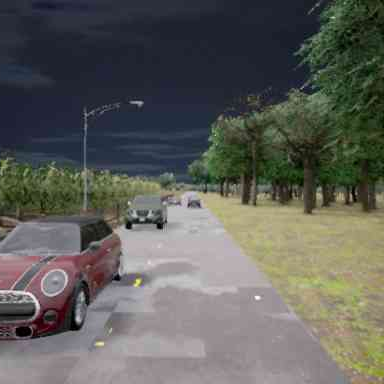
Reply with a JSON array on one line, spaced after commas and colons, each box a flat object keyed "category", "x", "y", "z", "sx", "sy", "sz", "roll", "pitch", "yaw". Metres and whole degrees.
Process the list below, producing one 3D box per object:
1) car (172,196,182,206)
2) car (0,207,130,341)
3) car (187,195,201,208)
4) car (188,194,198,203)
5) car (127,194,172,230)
[{"category": "car", "x": -2.554, "y": 1.342, "z": 51.908, "sx": 2.128, "sy": 1.511, "sz": 4.902, "roll": 0, "pitch": 0, "yaw": 0}, {"category": "car", "x": -2.827, "y": 1.337, "z": 6.823, "sx": 2.097, "sy": 1.767, "sz": 4.553, "roll": 0, "pitch": 0, "yaw": 0}, {"category": "car", "x": 0.280, "y": 1.398, "z": 46.761, "sx": 1.812, "sy": 1.442, "sz": 4.674, "roll": 0, "pitch": 0, "yaw": 0}, {"category": "car", "x": 0.244, "y": 1.272, "z": 63.966, "sx": 1.882, "sy": 1.535, "sz": 5.008, "roll": 0, "pitch": 0, "yaw": 0}, {"category": "car", "x": -2.754, "y": 1.179, "z": 21.253, "sx": 2.150, "sy": 2.045, "sz": 5.566, "roll": 0, "pitch": 0, "yaw": 0}]
